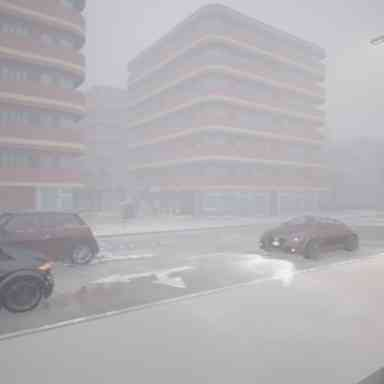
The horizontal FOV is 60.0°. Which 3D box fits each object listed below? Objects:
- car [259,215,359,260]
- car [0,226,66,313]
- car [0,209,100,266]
[{"bbox_3d":[4.536,1.616,12.756,4.181,1.385,1.994,0,0,-36],"label":"car"},{"bbox_3d":[-4.790,1.563,6.090,4.181,1.385,1.994,0,0,-36],"label":"car"},{"bbox_3d":[-5.252,1.359,10.064,4.553,1.767,2.097,0,0,-35],"label":"car"}]
